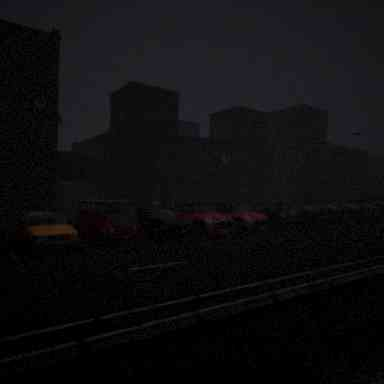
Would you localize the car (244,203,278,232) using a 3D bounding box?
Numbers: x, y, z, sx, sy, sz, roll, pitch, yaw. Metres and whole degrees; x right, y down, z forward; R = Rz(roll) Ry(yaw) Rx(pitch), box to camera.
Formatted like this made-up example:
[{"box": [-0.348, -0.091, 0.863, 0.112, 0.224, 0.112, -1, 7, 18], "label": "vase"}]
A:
[{"box": [2.651, 1.450, 20.499, 2.185, 1.767, 4.553, 1, 0, -36], "label": "car"}]

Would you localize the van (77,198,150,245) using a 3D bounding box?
[{"box": [-3.992, 1.289, 15.570, 1.878, 1.987, 4.442, 0, 0, -36], "label": "van"}]

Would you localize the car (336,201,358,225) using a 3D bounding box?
[{"box": [9.402, 1.646, 25.276, 2.231, 1.521, 4.892, 1, 0, -36], "label": "car"}]

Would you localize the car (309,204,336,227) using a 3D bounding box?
[{"box": [7.159, 1.622, 23.673, 2.231, 1.521, 4.892, 1, 0, -36], "label": "car"}]

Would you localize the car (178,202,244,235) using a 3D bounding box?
[{"box": [0.408, 1.429, 18.896, 2.185, 1.767, 4.553, 1, 0, -36], "label": "car"}]

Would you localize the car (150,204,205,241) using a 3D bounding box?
[{"box": [-1.821, 1.535, 17.272, 2.097, 1.535, 5.008, 1, 0, -36], "label": "car"}]

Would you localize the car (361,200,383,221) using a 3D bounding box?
[{"box": [13.888, 1.698, 28.481, 2.231, 1.521, 4.892, 1, 0, -36], "label": "car"}]

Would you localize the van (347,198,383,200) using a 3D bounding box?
[{"box": [16.299, 1.500, 30.067, 1.878, 1.987, 4.442, 1, 0, -36], "label": "van"}]

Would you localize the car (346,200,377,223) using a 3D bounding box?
[{"box": [11.645, 1.672, 26.879, 2.231, 1.521, 4.892, 1, 0, -36], "label": "car"}]

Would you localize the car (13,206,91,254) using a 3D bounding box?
[{"box": [-6.197, 1.494, 13.910, 1.946, 1.575, 5.366, 0, 0, -36], "label": "car"}]

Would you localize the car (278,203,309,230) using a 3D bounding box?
[{"box": [4.931, 1.472, 22.051, 2.185, 1.767, 4.553, 1, 0, -36], "label": "car"}]

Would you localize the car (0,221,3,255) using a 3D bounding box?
[{"box": [-8.564, 1.227, 12.482, 2.435, 2.045, 5.566, 0, 0, -36], "label": "car"}]
